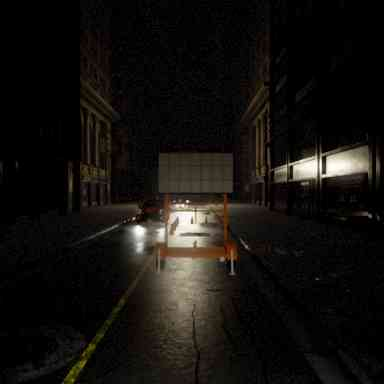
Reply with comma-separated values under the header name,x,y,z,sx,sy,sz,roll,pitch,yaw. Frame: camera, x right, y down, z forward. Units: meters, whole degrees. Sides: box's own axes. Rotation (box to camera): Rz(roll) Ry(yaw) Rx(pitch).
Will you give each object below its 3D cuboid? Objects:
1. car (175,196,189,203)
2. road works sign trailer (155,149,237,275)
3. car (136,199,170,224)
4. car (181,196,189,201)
name,x,y,z,sx,sy,sz,roll,pitch,yaw
car,-2.226,1.528,65.546,2.128,1.511,4.902,0,0,1
road works sign trailer,0.117,0.466,10.429,2.380,3.560,2.880,0,0,1
car,-2.809,1.358,24.629,2.097,1.767,4.553,0,0,1
car,-1.892,1.664,90.090,1.895,1.301,4.718,0,0,1
